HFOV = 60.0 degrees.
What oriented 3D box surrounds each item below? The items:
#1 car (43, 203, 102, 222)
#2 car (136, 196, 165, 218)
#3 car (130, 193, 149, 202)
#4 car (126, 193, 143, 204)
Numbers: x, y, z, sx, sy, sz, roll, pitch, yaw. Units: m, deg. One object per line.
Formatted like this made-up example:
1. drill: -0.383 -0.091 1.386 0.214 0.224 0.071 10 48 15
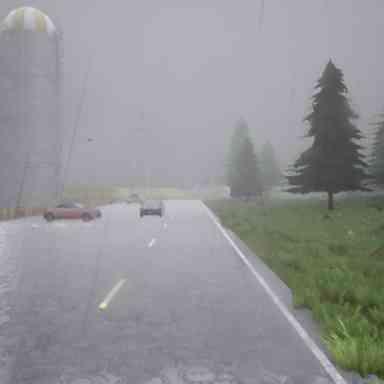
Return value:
1. car: -9.055 1.505 25.411 4.181 1.381 1.994 0 0 -1
2. car: -3.499 1.427 30.048 1.882 1.535 5.008 0 0 0
3. car: -11.888 1.223 75.265 3.866 1.878 1.905 0 0 -31
4. car: -9.535 1.379 58.419 3.988 1.617 1.851 0 0 -1
